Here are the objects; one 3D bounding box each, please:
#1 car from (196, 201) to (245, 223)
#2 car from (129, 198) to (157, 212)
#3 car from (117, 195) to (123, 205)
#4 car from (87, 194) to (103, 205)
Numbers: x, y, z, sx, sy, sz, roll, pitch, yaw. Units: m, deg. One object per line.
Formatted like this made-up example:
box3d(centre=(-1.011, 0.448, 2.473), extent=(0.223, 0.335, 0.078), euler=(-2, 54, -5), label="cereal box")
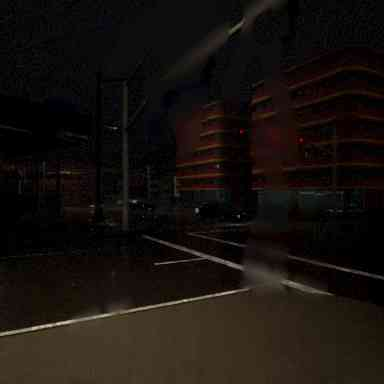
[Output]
box3d(centre=(2.114, 1.505, 25.953), extent=(1.837, 1.490, 4.892), euler=(0, 0, -31), label="car")
box3d(centre=(-5.900, 1.601, 39.462), extent=(1.895, 1.301, 4.718), euler=(0, 0, -30), label="car")
box3d(centre=(-10.813, 1.601, 55.084), extent=(1.895, 1.301, 4.718), euler=(0, 0, -31), label="car")
box3d(centre=(-17.374, 1.526, 59.108), extent=(1.812, 1.442, 4.674), euler=(0, 0, -30), label="car")
